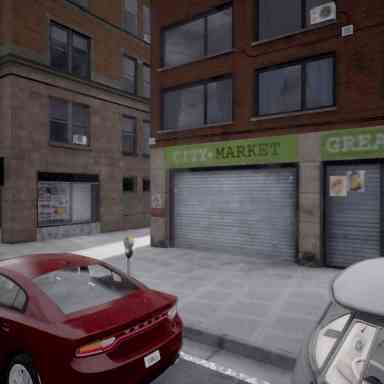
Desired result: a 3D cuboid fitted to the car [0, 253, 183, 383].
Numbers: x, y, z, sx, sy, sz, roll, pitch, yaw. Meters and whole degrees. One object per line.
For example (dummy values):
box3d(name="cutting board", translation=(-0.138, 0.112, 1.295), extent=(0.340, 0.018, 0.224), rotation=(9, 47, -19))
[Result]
box3d(name="car", translation=(-2.214, 1.544, 4.653), extent=(4.507, 1.381, 1.887), rotation=(0, 0, 35))

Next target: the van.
box3d(name="van", translation=(2.395, 1.341, 1.367), extent=(3.998, 1.788, 1.690), rotation=(0, 0, 35))
